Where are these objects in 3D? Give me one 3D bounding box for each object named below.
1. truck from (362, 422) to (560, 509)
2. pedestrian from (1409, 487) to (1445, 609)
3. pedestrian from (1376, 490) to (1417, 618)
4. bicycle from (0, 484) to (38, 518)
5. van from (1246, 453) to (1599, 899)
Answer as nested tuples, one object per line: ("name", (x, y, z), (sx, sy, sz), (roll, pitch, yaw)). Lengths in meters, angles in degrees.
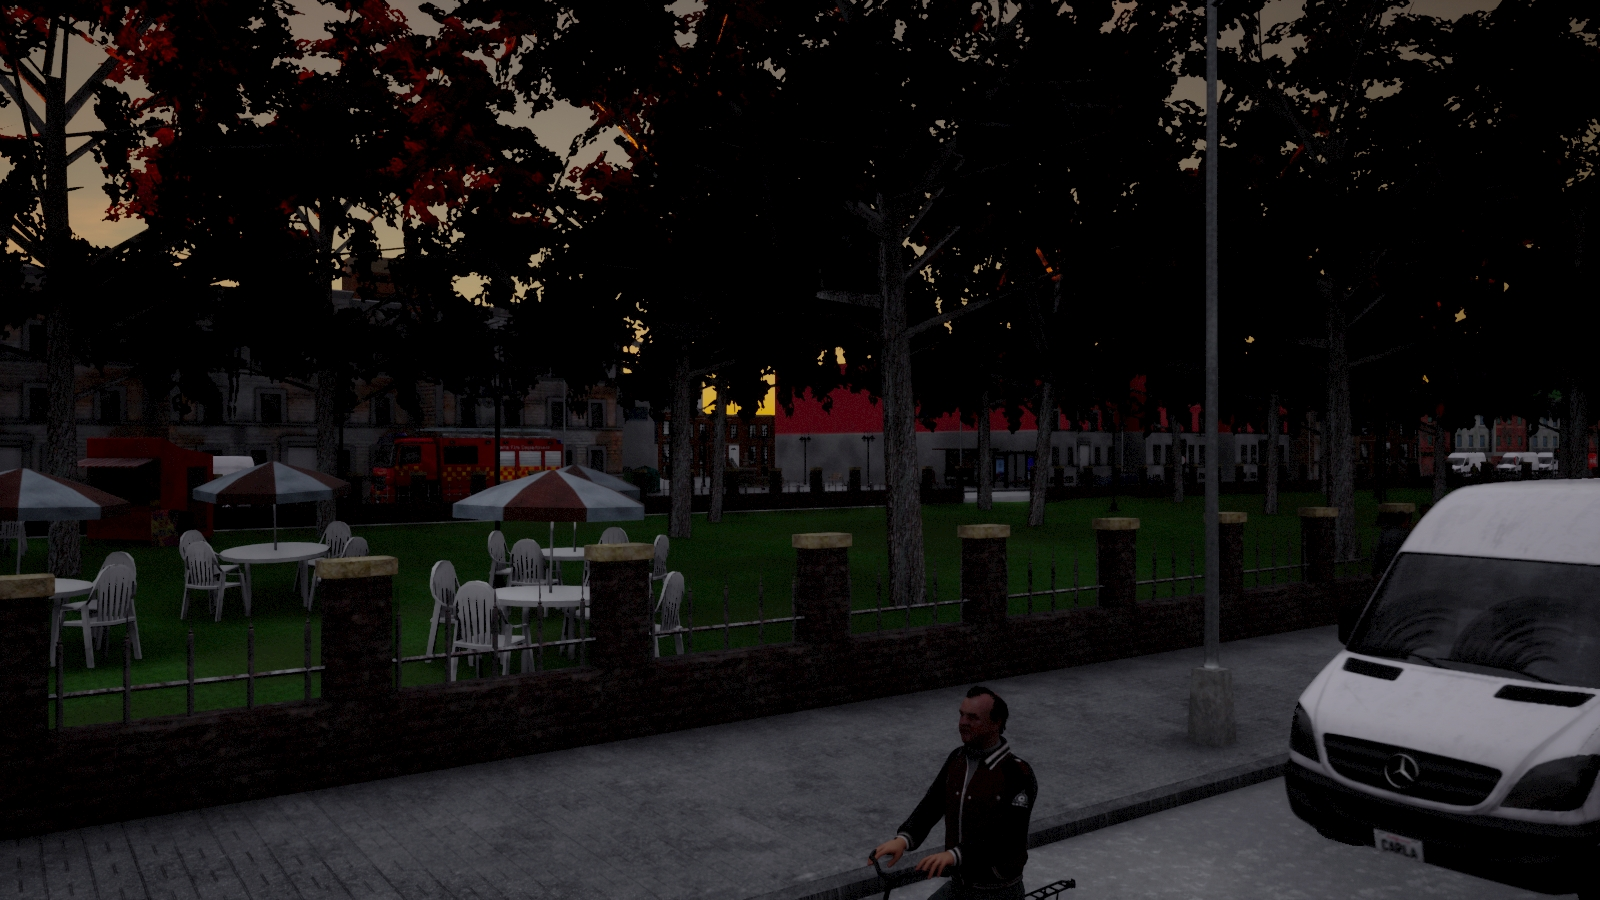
("truck", (-15.884, 0.671, 53.854), (8.468, 3.827, 2.891), (0, 0, -35))
("pedestrian", (9.832, 1.525, 17.913), (0.375, 1.860, 0.375), (0, 0, -36))
("pedestrian", (8.816, 1.525, 16.889), (0.375, 1.860, 0.375), (0, 0, -22))
("bicycle", (-30.089, 1.940, 43.427), (1.835, 1.271, 0.329), (0, 0, -36))
("van", (6.019, 1.314, 8.670), (5.915, 2.561, 1.988), (0, 0, -35))
